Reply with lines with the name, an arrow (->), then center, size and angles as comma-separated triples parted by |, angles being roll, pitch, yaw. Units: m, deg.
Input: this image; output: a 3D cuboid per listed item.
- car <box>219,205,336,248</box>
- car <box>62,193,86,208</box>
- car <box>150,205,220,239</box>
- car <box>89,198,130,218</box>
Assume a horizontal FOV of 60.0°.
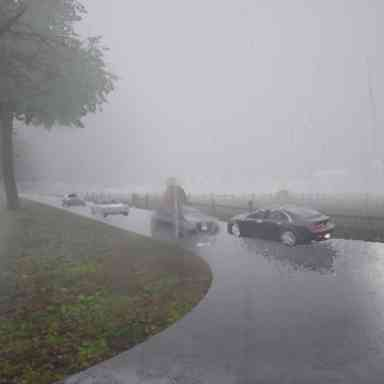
car -> 3.529, 1.317, 14.068 | 1.837, 1.490, 4.892 | -8, 6, -35
car -> -13.172, 0.895, 36.888 | 1.837, 1.490, 4.892 | -1, 2, -31
car -> -0.450, 1.338, 16.005 | 1.994, 1.385, 4.181 | -1, 2, -30
car -> -6.454, 1.184, 25.821 | 1.895, 1.301, 4.718 | -1, 2, -31
